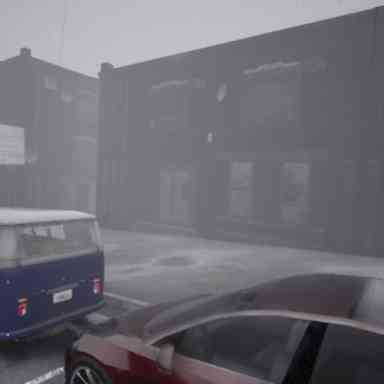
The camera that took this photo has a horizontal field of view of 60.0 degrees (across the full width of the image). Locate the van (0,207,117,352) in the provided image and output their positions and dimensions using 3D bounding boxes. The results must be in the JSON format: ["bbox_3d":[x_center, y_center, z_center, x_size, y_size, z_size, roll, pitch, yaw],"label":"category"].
[{"bbox_3d":[-3.663,1.269,6.135,4.442,1.987,1.878,0,0,35],"label":"van"}]
